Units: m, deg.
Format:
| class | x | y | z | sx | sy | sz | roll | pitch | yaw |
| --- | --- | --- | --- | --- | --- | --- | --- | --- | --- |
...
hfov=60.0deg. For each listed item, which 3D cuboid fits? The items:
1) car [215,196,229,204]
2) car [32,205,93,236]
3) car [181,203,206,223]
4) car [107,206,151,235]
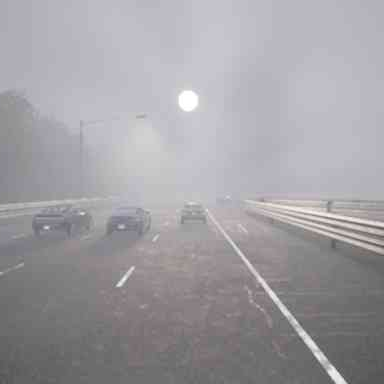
| class | x | y | z | sx | sy | sz | roll | pitch | yaw |
| --- | --- | --- | --- | --- | --- | --- | --- | --- | --- |
| car | 5.788 | 1.490 | 63.793 | 1.994 | 1.385 | 4.181 | 0 | 0 | -8 |
| car | -6.895 | 1.470 | 18.202 | 2.128 | 1.511 | 4.902 | 0 | 0 | 0 |
| car | 0.112 | 1.513 | 25.089 | 2.033 | 1.411 | 5.357 | 0 | 0 | 0 |
| car | -3.406 | 1.505 | 18.381 | 1.812 | 1.442 | 4.674 | 0 | 0 | 0 |
